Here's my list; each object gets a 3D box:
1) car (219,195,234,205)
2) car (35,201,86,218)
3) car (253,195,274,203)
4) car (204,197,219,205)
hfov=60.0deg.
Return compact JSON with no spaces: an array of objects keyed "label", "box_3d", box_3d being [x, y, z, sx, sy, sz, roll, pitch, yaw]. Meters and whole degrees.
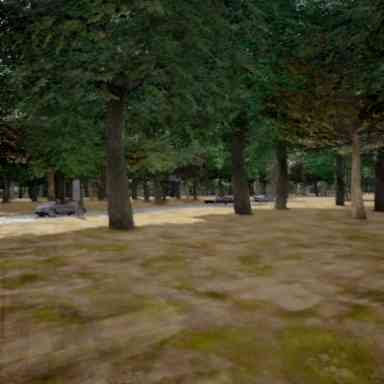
[{"label":"car","box_3d":[6.772,1.250,52.834,1.837,1.490,4.892,-2,-1,38]},{"label":"car","box_3d":[-11.551,1.458,29.363,1.994,1.385,4.181,-2,-1,38]},{"label":"car","box_3d":[13.144,1.246,61.090,2.033,1.411,5.357,-2,-1,38]},{"label":"car","box_3d":[3.975,1.457,55.086,1.895,1.301,4.718,-2,-1,38]}]
